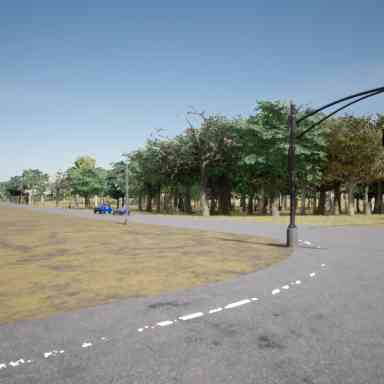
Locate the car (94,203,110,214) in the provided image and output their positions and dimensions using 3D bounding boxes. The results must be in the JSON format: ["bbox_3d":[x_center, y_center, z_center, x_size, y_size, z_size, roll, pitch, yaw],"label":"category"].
[{"bbox_3d":[-17.590,3.260,65.381,2.150,2.045,5.566,1,-2,-33],"label":"car"}]

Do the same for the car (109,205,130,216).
[{"bbox_3d":[-12.093,3.273,56.974,1.812,1.442,4.674,1,-2,-33],"label":"car"}]
